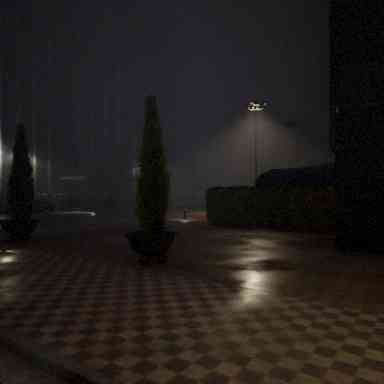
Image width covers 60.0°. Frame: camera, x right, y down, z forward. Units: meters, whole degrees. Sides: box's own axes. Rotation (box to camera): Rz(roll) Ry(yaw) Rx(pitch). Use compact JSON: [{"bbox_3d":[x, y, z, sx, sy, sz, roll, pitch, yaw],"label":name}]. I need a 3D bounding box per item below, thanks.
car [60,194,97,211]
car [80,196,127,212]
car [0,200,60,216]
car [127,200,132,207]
[{"bbox_3d":[-14.055,1.221,41.047,2.150,2.045,5.566,0,0,35],"label":"car"},{"bbox_3d":[-10.511,1.504,40.004,1.837,1.490,4.892,0,0,35],"label":"car"},{"bbox_3d":[-15.842,1.504,32.344,1.837,1.490,4.892,0,0,35],"label":"car"},{"bbox_3d":[-8.062,1.491,49.628,2.128,1.511,4.902,0,0,35],"label":"car"}]
